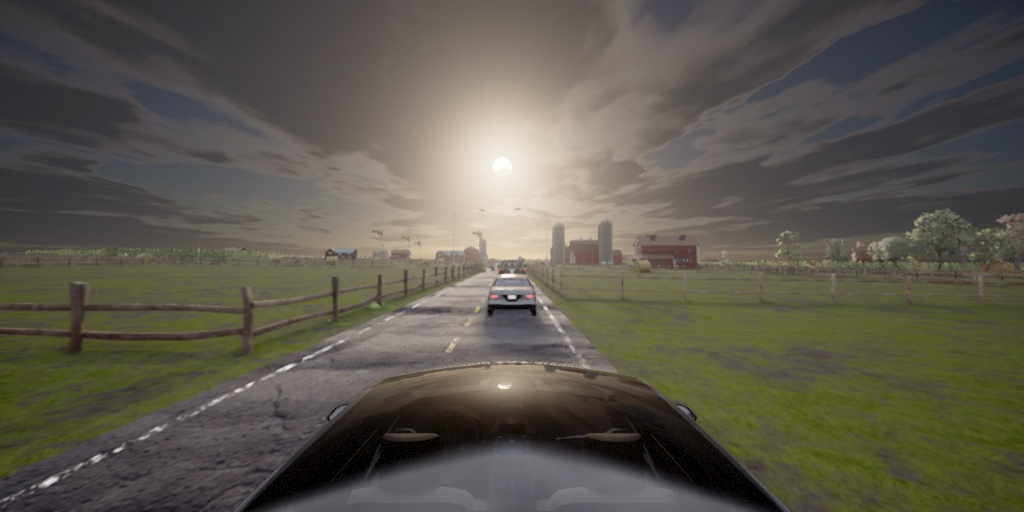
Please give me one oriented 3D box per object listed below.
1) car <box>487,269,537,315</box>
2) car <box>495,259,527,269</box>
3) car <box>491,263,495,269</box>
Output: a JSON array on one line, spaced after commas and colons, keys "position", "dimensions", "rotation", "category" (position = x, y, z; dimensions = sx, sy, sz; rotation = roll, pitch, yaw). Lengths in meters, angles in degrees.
[{"position": [0.011, 1.433, 14.364], "dimensions": [2.033, 1.411, 5.357], "rotation": [0, -1, 0], "category": "car"}, {"position": [0.011, 1.272, 29.429], "dimensions": [2.150, 2.045, 5.566], "rotation": [0, 0, 0], "category": "car"}, {"position": [-2.774, 1.929, 65.402], "dimensions": [2.128, 1.511, 4.902], "rotation": [0, -1, 0], "category": "car"}]
